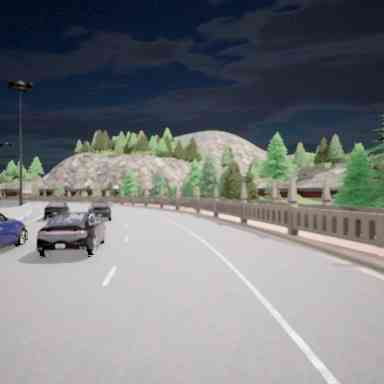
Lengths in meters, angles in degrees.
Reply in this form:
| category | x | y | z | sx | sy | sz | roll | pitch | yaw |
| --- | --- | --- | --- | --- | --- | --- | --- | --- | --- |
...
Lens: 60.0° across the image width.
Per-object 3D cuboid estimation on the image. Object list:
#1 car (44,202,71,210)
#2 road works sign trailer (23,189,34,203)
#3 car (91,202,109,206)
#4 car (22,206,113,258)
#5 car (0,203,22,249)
| category | x | y | z | sx | sy | sz | roll | pitch | yaw |
| --- | --- | --- | --- | --- | --- | --- | --- | --- | --- |
| car | -11.804 | 1.582 | 29.225 | 1.882 | 1.535 | 5.008 | 0 | 0 | -17 |
| road works sign trailer | -41.331 | 1.001 | 83.616 | 2.380 | 3.560 | 2.880 | -1 | 0 | -40 |
| car | -7.936 | 1.585 | 28.567 | 1.837 | 1.490 | 4.892 | 0 | 0 | -16 |
| car | -4.521 | 1.524 | 13.037 | 2.128 | 1.511 | 4.902 | 0 | 0 | -7 |
| car | -7.985 | 1.400 | 12.529 | 2.097 | 1.767 | 4.553 | 0 | 0 | -7 |
